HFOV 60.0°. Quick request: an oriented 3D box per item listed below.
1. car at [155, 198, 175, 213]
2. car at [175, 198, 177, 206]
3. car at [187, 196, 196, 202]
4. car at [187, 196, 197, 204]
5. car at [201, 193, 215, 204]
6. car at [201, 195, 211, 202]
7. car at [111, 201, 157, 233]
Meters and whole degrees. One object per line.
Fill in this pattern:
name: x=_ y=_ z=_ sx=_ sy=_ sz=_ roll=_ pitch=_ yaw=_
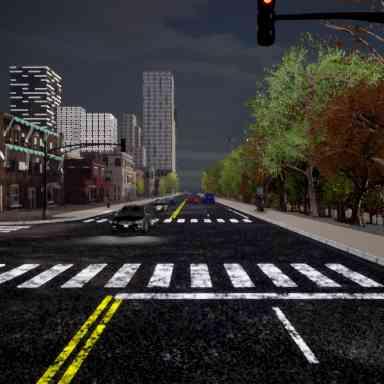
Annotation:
car: x=-3.427 y=1.479 z=37.168 sx=2.128 sy=1.511 sz=4.902 roll=0 pitch=0 yaw=0
car: x=-3.454 y=1.581 z=54.423 sx=1.895 sy=1.301 sz=4.718 roll=0 pitch=0 yaw=0
car: x=-0.152 y=1.523 z=74.141 sx=1.994 sy=1.385 sz=4.181 roll=0 pitch=0 yaw=0
car: x=-0.025 y=1.539 z=64.189 sx=1.994 sy=1.385 sz=4.181 roll=0 pitch=0 yaw=-1
car: x=3.217 y=1.197 z=63.808 sx=2.150 sy=2.045 sz=5.566 roll=0 pitch=0 yaw=0
car: x=3.092 y=1.448 z=74.383 sx=1.882 sy=1.535 sz=5.008 roll=0 pitch=0 yaw=0
car: x=-3.391 y=1.501 z=19.546 sx=1.837 sy=1.490 sz=4.892 roll=0 pitch=0 yaw=0
